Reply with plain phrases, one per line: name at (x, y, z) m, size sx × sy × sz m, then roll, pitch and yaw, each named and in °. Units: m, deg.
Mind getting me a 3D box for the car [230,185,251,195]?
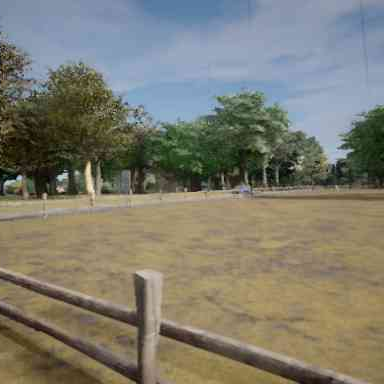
car at (8.319, -0.363, 57.580) m, size 2.097 × 1.767 × 4.553 m, roll -2°, pitch 0°, yaw 35°
